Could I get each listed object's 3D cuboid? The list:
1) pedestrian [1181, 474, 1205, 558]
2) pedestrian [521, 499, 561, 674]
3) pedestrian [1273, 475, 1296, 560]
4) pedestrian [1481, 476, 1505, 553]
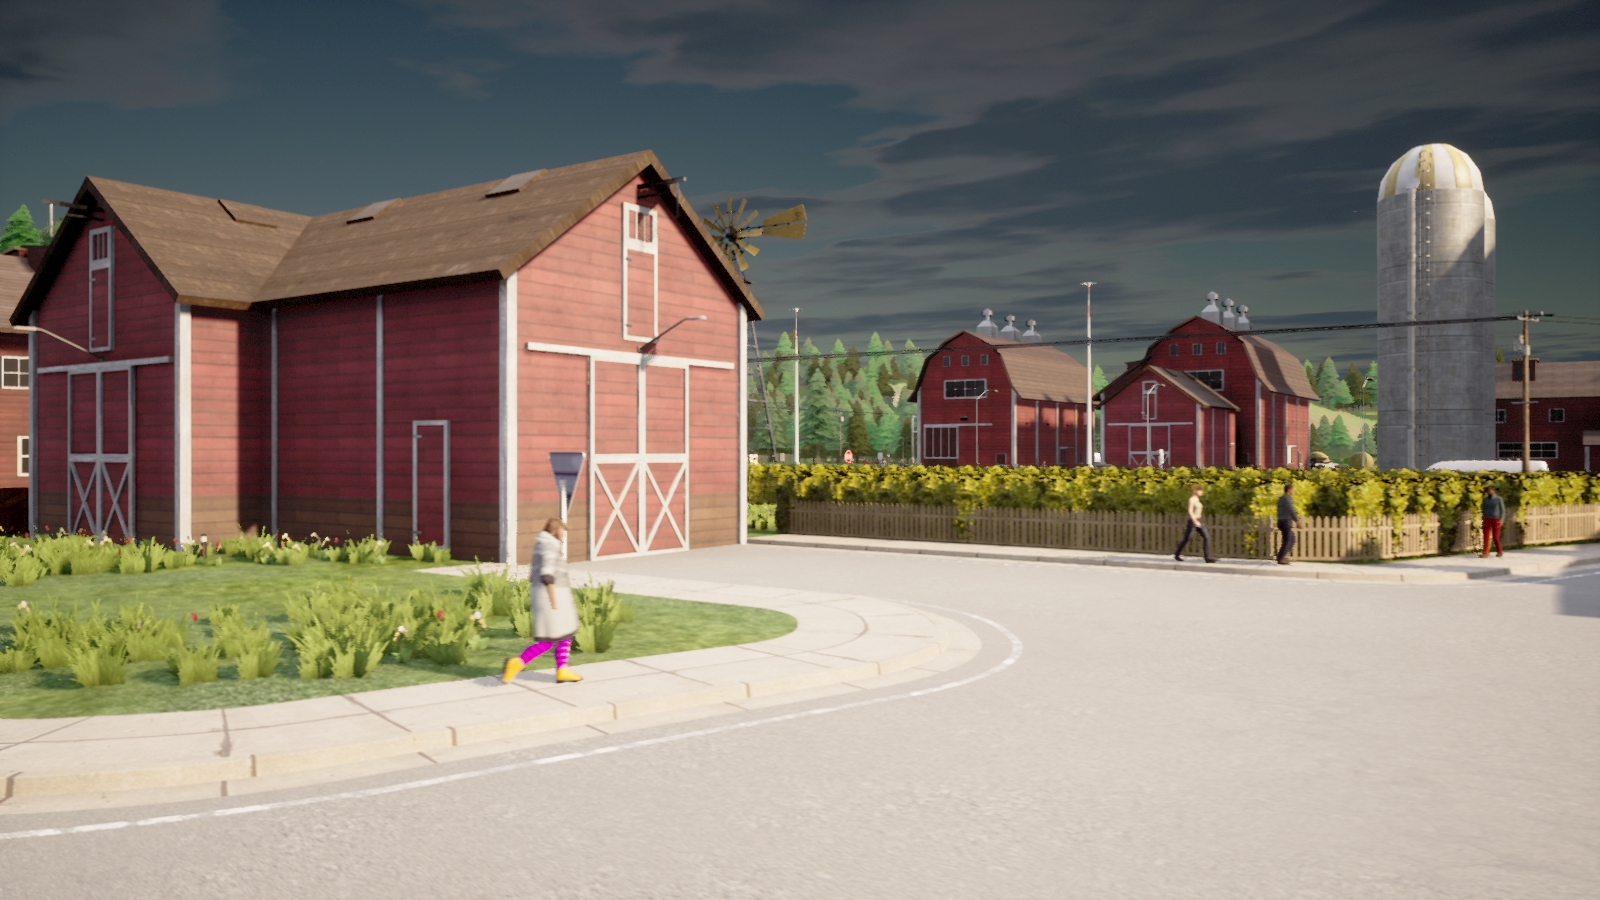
[{"bbox_3d":[8.895,1.479,25.854,0.375,1.860,0.375,0,0,45],"label":"pedestrian"},{"bbox_3d":[-2.833,1.471,12.473,0.375,1.860,0.375,0,0,-21],"label":"pedestrian"},{"bbox_3d":[10.711,1.480,25.273,0.375,1.860,0.375,0,0,6],"label":"pedestrian"},{"bbox_3d":[16.871,1.563,27.809,0.375,1.860,0.375,0,0,-32],"label":"pedestrian"}]
